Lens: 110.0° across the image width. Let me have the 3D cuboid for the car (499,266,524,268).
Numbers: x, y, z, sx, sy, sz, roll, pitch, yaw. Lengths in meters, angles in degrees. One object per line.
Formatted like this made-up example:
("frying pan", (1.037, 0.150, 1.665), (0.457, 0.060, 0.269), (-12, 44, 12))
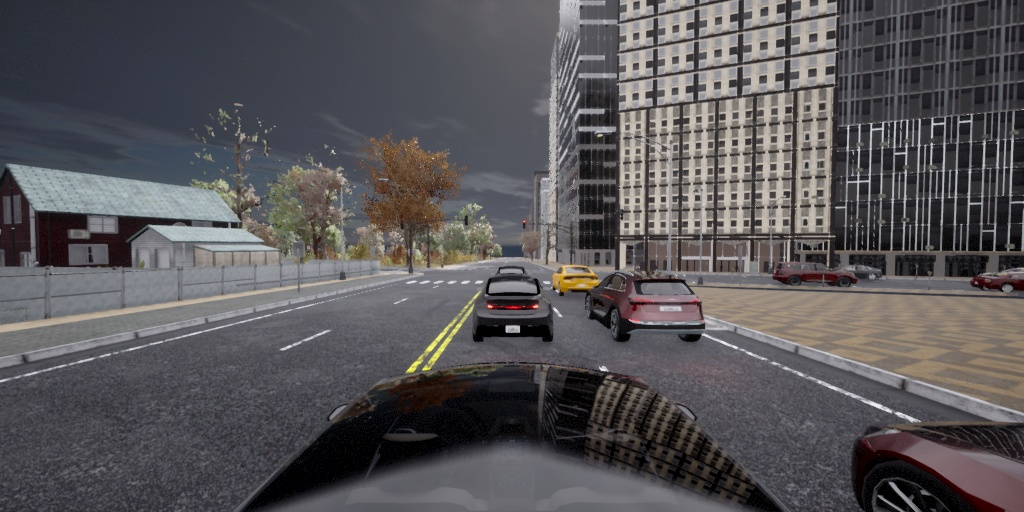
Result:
("car", (-0.033, 1.249, 18.429), (1.837, 1.490, 4.892), (0, 0, 0))

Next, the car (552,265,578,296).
("car", (3.281, 1.221, 19.242), (1.882, 1.535, 5.008), (0, 0, 0))

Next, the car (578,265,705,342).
("car", (3.333, 1.176, 9.779), (2.033, 1.649, 4.856), (0, 0, 0))

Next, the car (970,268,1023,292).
("car", (33.616, 1.712, 23.594), (4.507, 1.381, 1.888), (0, 0, 20))

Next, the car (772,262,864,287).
("car", (22.962, 1.389, 27.470), (5.009, 1.841, 2.192), (0, 0, 20))

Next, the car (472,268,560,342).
("car", (0.029, 1.251, 9.762), (1.837, 1.490, 4.892), (0, 0, 0))

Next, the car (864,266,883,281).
("car", (30.984, 1.463, 32.935), (4.403, 1.370, 2.007), (0, 0, 20))

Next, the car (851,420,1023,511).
("car", (3.352, 1.254, 0.517), (2.163, 1.488, 4.792), (0, 0, 0))
